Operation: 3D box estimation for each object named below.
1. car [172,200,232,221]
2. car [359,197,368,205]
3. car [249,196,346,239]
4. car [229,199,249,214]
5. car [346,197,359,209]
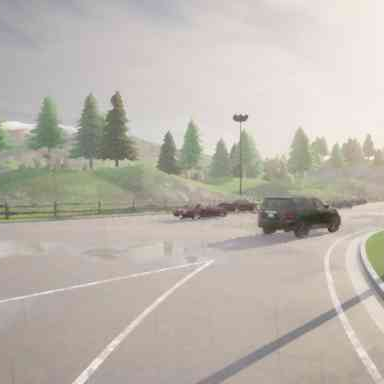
[{"bbox_3d":[0.748,1.592,27.317,4.718,1.301,1.895,0,0,-42],"label":"car"},{"bbox_3d":[28.202,1.507,56.619,4.674,1.442,1.812,0,0,-42],"label":"car"},{"bbox_3d":[5.771,1.215,17.719,5.566,2.045,2.150,0,0,-42],"label":"car"},{"bbox_3d":[5.001,1.466,35.830,5.008,1.535,1.882,0,0,-42],"label":"car"},{"bbox_3d":[19.738,1.533,44.342,5.357,1.411,2.033,0,0,-42],"label":"car"}]
